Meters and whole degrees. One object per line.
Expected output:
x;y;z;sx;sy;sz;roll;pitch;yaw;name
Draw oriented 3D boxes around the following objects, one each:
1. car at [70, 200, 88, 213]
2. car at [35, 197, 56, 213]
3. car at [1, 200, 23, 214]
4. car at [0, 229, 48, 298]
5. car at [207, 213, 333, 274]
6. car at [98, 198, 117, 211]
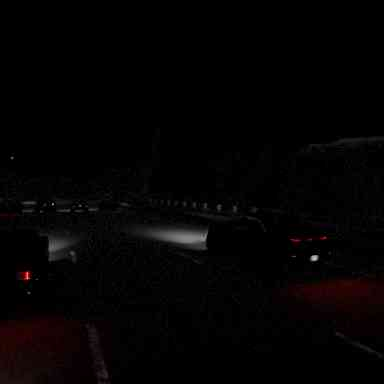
-13.061;1.605;38.417;2.033;1.411;5.357;0;0;-22;car
-16.571;1.435;37.749;2.097;1.767;4.553;0;0;-22;car
-20.340;1.591;37.731;1.882;1.535;5.008;0;0;-22;car
-4.459;1.548;7.924;1.895;1.301;4.718;0;0;-22;car
2.086;1.399;10.410;2.128;1.511;4.902;0;0;-22;car
-10.783;1.533;42.104;1.882;1.535;5.008;0;0;-22;car
